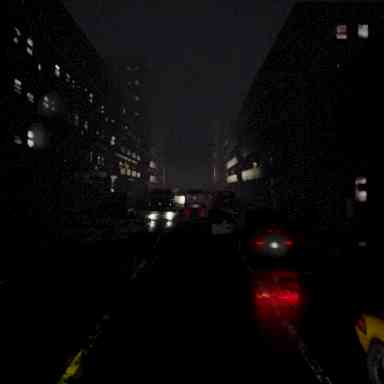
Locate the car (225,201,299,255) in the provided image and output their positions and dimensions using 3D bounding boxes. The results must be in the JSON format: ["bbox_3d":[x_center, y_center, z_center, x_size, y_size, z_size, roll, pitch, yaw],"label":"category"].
[{"bbox_3d":[2.449,1.281,12.182,1.837,1.490,4.892,0,1,0],"label":"car"}]

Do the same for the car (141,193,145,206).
[{"bbox_3d":[-5.408,0.918,35.983,2.008,1.369,4.403,0,1,0],"label":"car"}]

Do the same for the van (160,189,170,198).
[{"bbox_3d":[-5.188,0.242,64.423,1.690,1.788,3.998,0,1,0],"label":"van"}]

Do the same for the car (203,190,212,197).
[{"bbox_3d":[3.234,0.357,70.050,1.887,1.381,4.507,0,1,0],"label":"car"}]

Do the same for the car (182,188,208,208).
[{"bbox_3d":[0.325,0.587,36.036,2.150,2.045,5.566,0,1,1],"label":"car"}]

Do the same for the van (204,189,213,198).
[{"bbox_3d":[3.191,0.242,64.357,1.690,1.788,3.998,0,1,0],"label":"van"}]

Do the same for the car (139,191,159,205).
[{"bbox_3d":[-5.364,0.712,41.671,1.967,1.590,4.097,0,1,0],"label":"car"}]

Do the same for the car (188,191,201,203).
[{"bbox_3d":[0.385,0.676,47.757,1.837,1.490,4.892,0,1,1],"label":"car"}]

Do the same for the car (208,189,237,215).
[{"bbox_3d":[2.929,0.778,30.223,2.192,1.841,5.009,0,1,0],"label":"car"}]

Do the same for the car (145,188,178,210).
[{"bbox_3d":[-2.849,0.649,32.440,2.150,2.045,5.566,0,1,0],"label":"car"}]

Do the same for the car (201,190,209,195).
[{"bbox_3d":[3.365,0.137,87.119,1.802,1.307,4.206,0,1,0],"label":"car"}]

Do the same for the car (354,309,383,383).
[{"bbox_3d":[2.711,1.486,1.950,1.752,1.417,4.829,0,1,0],"label":"car"}]

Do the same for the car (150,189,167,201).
[{"bbox_3d":[-5.276,0.398,53.046,2.192,1.841,5.009,0,1,0],"label":"car"}]

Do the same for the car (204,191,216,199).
[{"bbox_3d":[3.146,0.573,58.674,1.802,1.307,4.206,0,1,0],"label":"car"}]

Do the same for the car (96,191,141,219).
[{"bbox_3d":[-5.495,0.876,24.600,2.192,1.841,5.009,0,1,0],"label":"car"}]

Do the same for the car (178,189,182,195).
[{"bbox_3d":[-2.424,0.174,74.714,1.882,1.535,5.008,0,1,0],"label":"car"}]

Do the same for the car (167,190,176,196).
[{"bbox_3d":[-5.059,0.222,81.497,1.802,1.307,4.206,0,1,0],"label":"car"}]
